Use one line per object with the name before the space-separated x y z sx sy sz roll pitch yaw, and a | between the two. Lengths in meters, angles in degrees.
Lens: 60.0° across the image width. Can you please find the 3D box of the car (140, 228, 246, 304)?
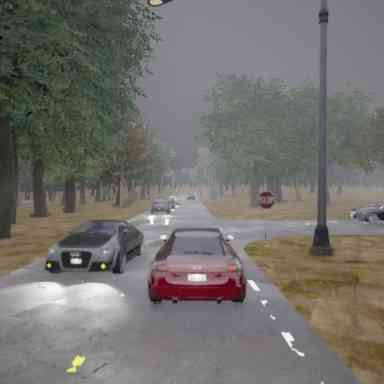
car | 0.124 1.563 8.205 1.994 1.385 4.181 0 0 1

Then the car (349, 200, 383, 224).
car | 13.162 1.295 22.222 4.902 1.511 2.128 -1 1 2

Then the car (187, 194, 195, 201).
car | -0.161 1.249 75.271 1.837 1.490 4.892 0 0 0

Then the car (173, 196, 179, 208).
car | -3.185 1.473 44.456 2.033 1.411 5.357 0 0 0

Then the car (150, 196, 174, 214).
car | -3.169 1.455 34.614 1.837 1.490 4.892 1 0 0

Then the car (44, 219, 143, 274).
car | -2.808 1.562 10.415 1.994 1.385 4.181 0 0 4

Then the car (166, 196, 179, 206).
car | -3.203 1.406 54.749 1.812 1.442 4.674 0 0 0
